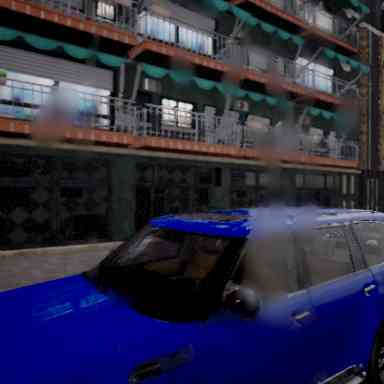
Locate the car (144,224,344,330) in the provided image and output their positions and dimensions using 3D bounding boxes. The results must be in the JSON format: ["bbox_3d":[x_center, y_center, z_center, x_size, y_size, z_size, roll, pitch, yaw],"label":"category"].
[{"bbox_3d":[1.307,1.580,7.485,4.313,1.339,1.947,0,0,-35],"label":"car"}]

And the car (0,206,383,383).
[{"bbox_3d":[0.366,1.227,3.640,5.566,2.045,2.150,0,0,-36],"label":"car"}]
